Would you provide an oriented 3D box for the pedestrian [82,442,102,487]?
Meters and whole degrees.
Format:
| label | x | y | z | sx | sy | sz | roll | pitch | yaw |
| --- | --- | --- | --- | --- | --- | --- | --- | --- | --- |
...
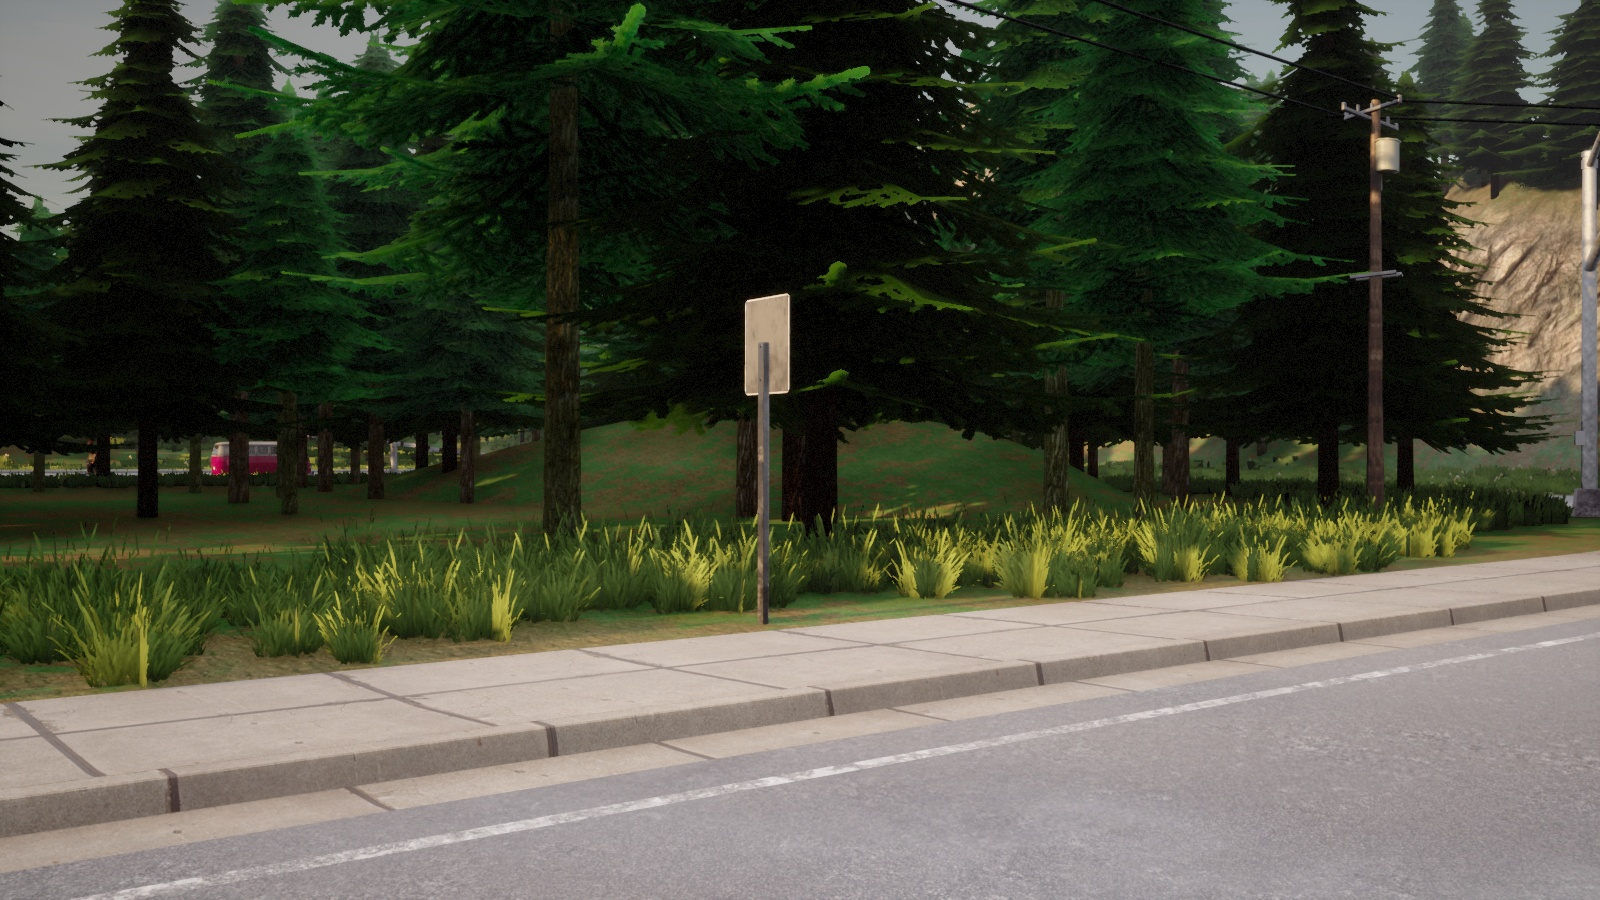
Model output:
| label | x | y | z | sx | sy | sz | roll | pitch | yaw |
| --- | --- | --- | --- | --- | --- | --- | --- | --- | --- |
| pedestrian | -29.401 | 0.597 | 52.161 | 0.331 | 1.846 | 0.634 | 0 | 0 | 42 |

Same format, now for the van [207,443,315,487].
| label | x | y | z | sx | sy | sz | roll | pitch | yaw |
| --- | --- | --- | --- | --- | --- | --- | --- | --- | --- |
| van | -25.500 | 0.697 | 59.442 | 4.442 | 1.987 | 1.775 | 0 | 0 | -35 |
